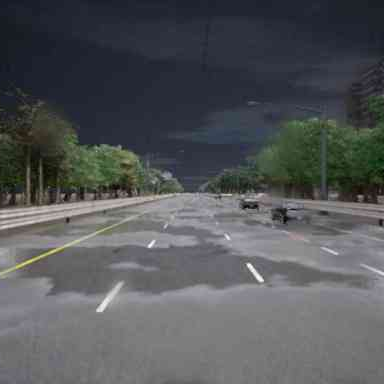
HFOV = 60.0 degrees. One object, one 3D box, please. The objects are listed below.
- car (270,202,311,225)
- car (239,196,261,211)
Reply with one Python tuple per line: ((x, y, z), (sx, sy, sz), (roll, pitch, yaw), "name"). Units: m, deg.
((7.029, 1.494, 24.084), (2.128, 1.511, 4.902), (0, 0, 0), "car")
((7.075, 1.498, 41.790), (1.882, 1.535, 5.008), (0, 0, 0), "car")
